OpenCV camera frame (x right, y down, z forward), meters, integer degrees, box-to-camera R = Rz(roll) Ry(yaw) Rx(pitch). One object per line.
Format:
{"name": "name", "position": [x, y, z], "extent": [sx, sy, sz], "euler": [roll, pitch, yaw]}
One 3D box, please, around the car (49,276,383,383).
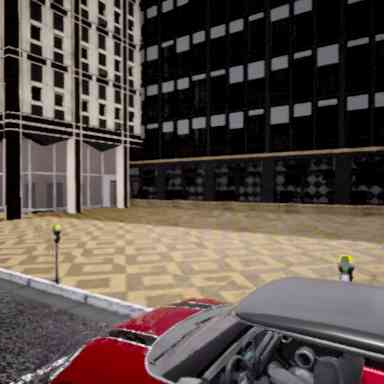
{"name": "car", "position": [0.764, 1.394, 2.370], "extent": [4.097, 1.590, 1.967], "euler": [1, 1, 34]}
